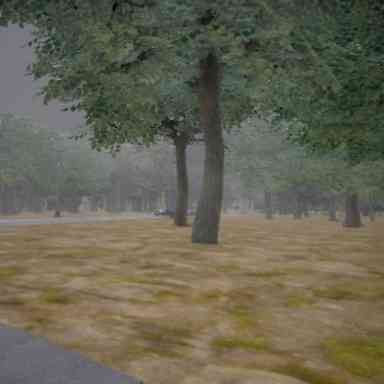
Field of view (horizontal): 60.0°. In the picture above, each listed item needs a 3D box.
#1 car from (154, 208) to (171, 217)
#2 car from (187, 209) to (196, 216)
[{"bbox_3d":[-4.916,3.684,59.491,1.812,1.442,4.674,-1,-3,30],"label":"car"},{"bbox_3d":[-0.137,4.226,68.150,2.033,1.411,5.357,-1,-3,29],"label":"car"}]
